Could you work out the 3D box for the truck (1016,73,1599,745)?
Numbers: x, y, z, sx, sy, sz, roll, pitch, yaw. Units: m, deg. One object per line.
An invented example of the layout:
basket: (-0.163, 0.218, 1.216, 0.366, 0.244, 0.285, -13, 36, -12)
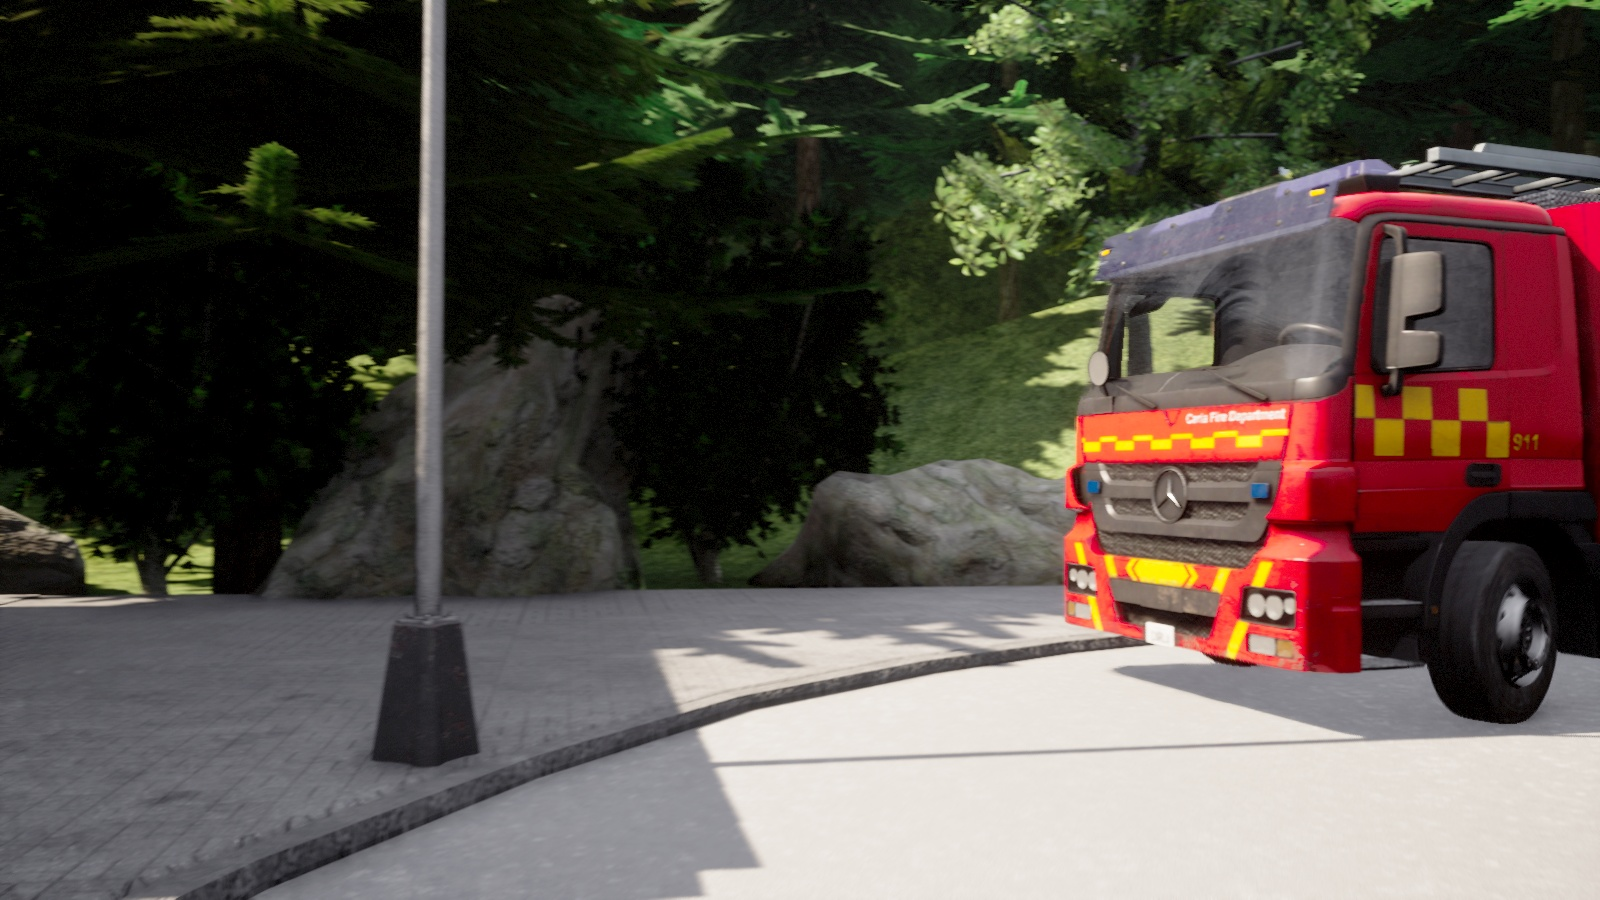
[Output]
truck: (6.180, -0.201, 9.952, 8.468, 3.827, 2.891, 0, -1, -20)
